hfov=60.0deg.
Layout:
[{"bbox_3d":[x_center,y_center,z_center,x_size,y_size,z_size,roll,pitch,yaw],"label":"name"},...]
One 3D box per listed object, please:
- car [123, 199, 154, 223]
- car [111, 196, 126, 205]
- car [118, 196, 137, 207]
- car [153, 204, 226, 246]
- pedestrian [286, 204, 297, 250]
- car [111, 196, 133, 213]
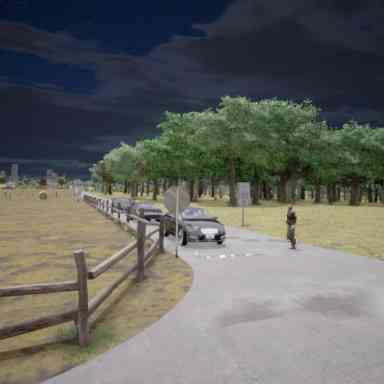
[{"bbox_3d":[-3.491,1.511,24.739,2.033,1.411,5.357,2,0,-20],"label":"car"},{"bbox_3d":[-13.551,1.514,60.828,2.033,1.411,5.357,1,0,-19],"label":"car"},{"bbox_3d":[-9.982,1.492,51.093,2.128,1.511,4.902,2,0,-20],"label":"car"},{"bbox_3d":[-0.079,1.464,15.296,2.128,1.511,4.902,1,0,-19],"label":"car"},{"bbox_3d":[3.902,1.344,13.085,0.375,1.860,0.375,1,0,-20],"label":"pedestrian"},{"bbox_3d":[-7.732,1.456,36.374,1.837,1.490,4.892,1,-1,-20],"label":"car"}]
